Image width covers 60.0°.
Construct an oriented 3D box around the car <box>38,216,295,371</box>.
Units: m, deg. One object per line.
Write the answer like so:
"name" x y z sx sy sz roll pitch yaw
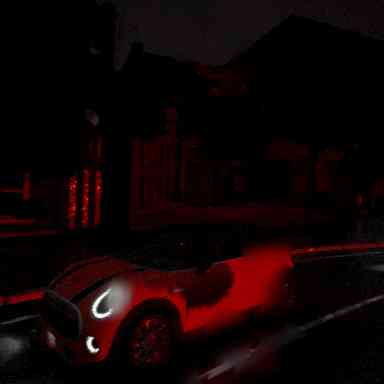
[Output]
"car" -0.151 1.355 5.855 4.553 1.767 2.097 1 0 -42
